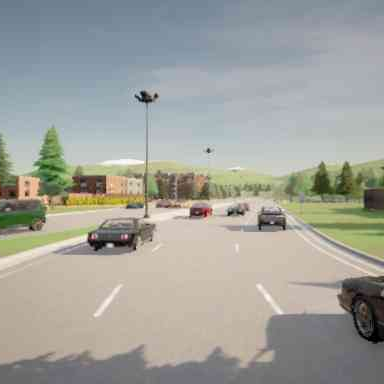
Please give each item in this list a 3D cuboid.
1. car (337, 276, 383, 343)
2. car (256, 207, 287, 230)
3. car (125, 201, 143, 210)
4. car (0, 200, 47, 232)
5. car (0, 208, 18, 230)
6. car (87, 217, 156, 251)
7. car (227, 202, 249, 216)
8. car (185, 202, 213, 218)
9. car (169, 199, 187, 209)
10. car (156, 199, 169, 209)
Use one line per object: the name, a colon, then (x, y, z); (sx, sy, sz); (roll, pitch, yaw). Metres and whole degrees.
car: (3.616, 1.594, 3.579); (2.033, 1.411, 5.357); (0, -1, -2)
car: (5.634, 1.798, 23.734); (2.128, 1.511, 4.902); (0, -1, 11)
car: (-9.879, 2.312, 57.146); (1.994, 1.385, 4.181); (0, -1, 13)
car: (-11.232, 1.487, 19.919); (2.150, 2.045, 5.566); (0, -1, 16)
car: (-14.162, 1.864, 22.397); (1.994, 1.385, 4.181); (0, -1, 15)
car: (-2.939, 1.800, 15.118); (1.895, 1.301, 4.718); (0, -1, 6)
car: (5.206, 2.101, 38.634); (1.895, 1.301, 4.718); (0, -1, 12)
car: (1.032, 1.944, 35.867); (1.882, 1.535, 5.008); (0, 0, 12)
car: (-2.112, 2.131, 59.842); (2.097, 1.767, 4.553); (0, -1, 13)
car: (-5.210, 2.160, 61.993); (2.097, 1.767, 4.553); (0, -1, 13)
